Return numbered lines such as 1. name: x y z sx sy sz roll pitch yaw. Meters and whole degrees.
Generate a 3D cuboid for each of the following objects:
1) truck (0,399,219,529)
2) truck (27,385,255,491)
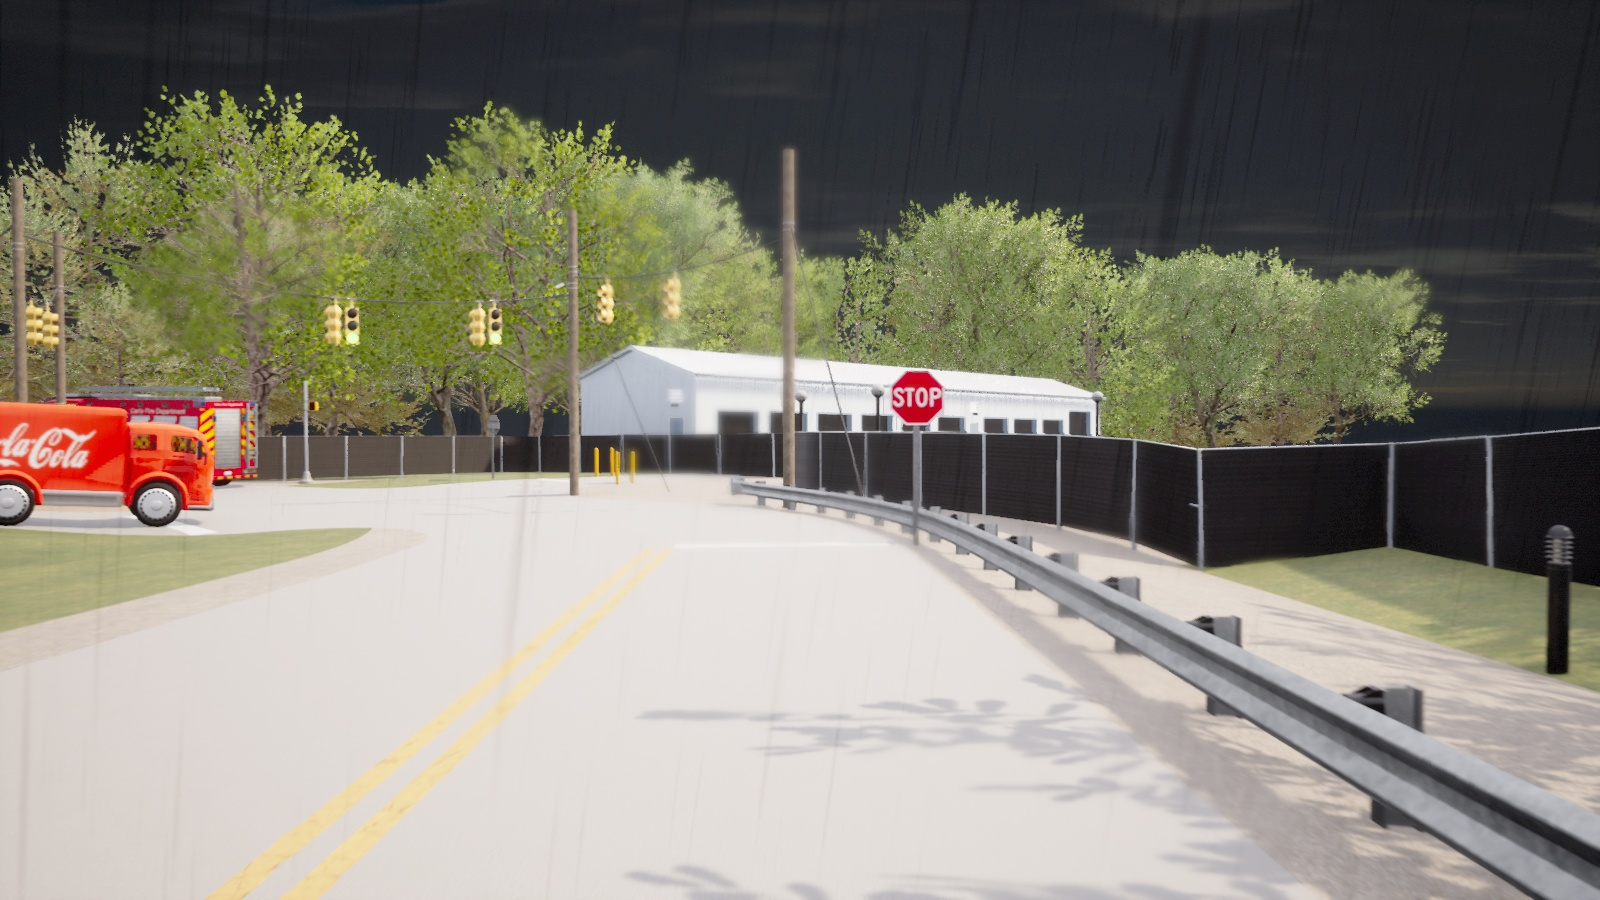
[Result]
1. truck: -15.244 0.273 26.291 5.204 2.467 2.627 3 0 -32
2. truck: -25.496 -0.557 48.547 8.468 3.827 2.891 1 2 21
